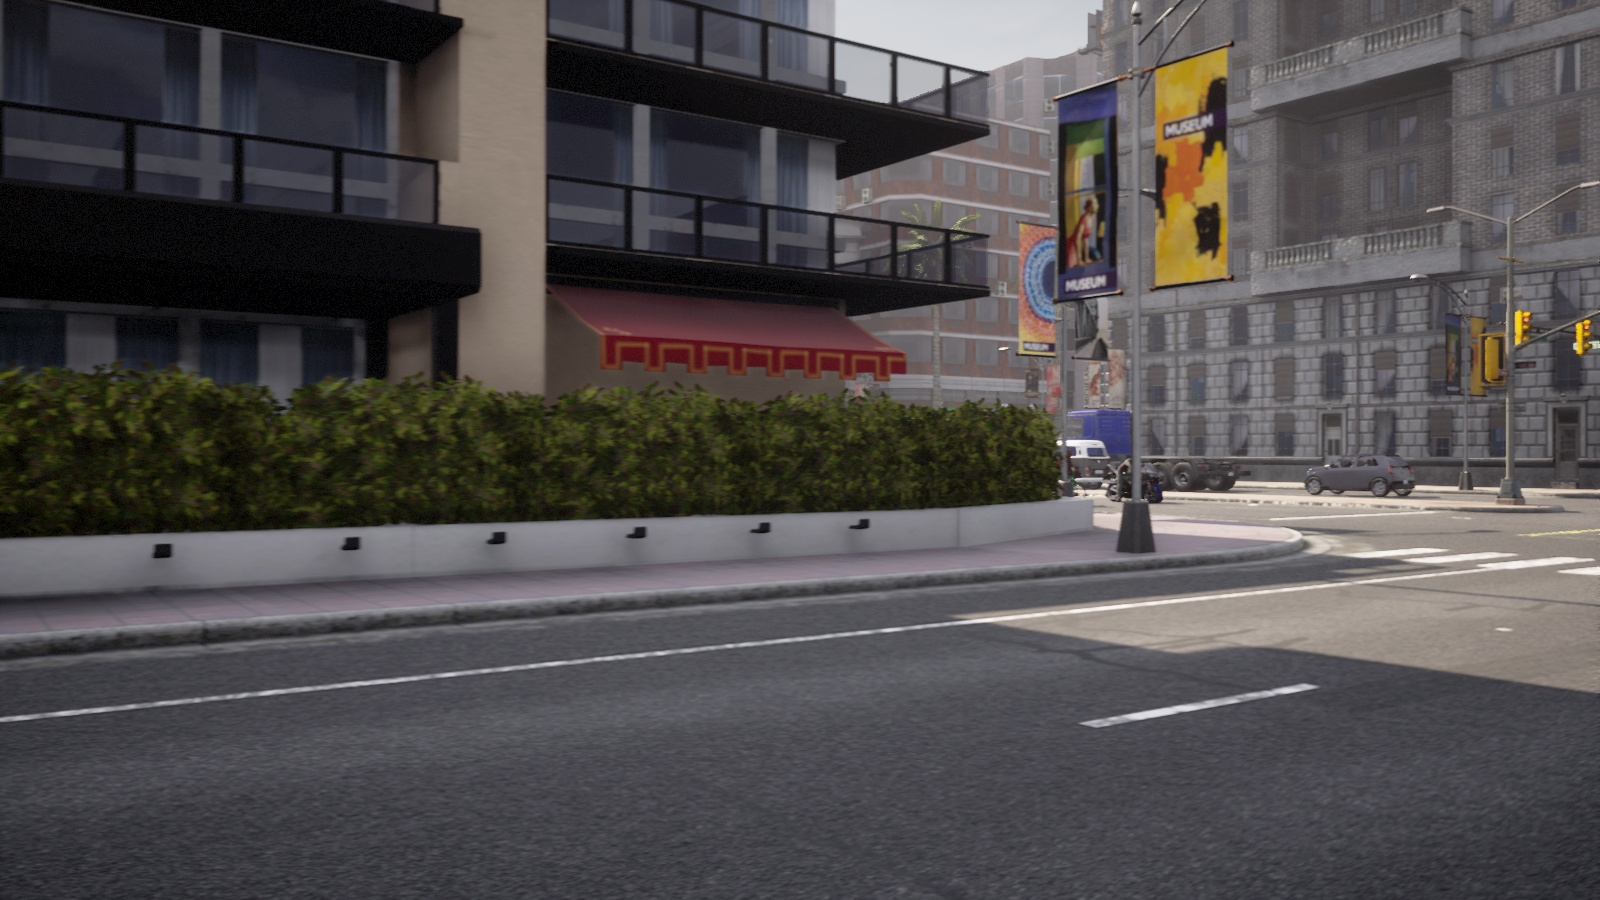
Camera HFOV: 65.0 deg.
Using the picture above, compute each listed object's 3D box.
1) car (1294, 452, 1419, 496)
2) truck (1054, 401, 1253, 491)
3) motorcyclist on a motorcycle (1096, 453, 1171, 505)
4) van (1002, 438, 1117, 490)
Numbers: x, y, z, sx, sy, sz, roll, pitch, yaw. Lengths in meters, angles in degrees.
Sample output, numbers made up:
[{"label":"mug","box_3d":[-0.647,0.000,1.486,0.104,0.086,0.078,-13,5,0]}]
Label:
[{"label":"car","box_3d":[19.758,0.826,44.663,1.845,1.501,3.633,0,0,-35]},{"label":"truck","box_3d":[14.527,-0.140,52.268,2.891,3.462,7.936,0,0,-35]},{"label":"motorcyclist on a motorcycle","box_3d":[10.156,0.852,38.330,0.866,1.530,2.191,0,0,-35]},{"label":"van","box_3d":[10.636,0.573,51.748,2.069,2.038,4.480,0,0,-34]}]
